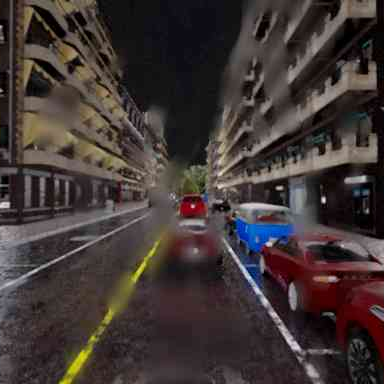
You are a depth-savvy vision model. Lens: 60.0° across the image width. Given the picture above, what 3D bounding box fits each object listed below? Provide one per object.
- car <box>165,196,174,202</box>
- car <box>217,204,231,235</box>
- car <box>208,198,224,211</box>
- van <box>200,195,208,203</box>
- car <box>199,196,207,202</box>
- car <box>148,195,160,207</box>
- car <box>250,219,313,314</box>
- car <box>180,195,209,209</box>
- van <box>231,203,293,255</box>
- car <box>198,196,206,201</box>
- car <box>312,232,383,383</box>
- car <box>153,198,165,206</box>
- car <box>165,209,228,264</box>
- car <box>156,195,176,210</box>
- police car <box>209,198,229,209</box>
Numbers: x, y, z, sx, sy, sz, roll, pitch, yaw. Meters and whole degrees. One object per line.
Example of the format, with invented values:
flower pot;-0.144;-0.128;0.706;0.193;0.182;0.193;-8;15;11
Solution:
car;-5.669;1.725;85.466;1.947;1.339;4.313;1;0;0
car;2.703;1.585;18.571;2.008;1.369;4.403;1;0;0
car;3.154;1.607;44.027;1.812;1.442;4.674;0;0;0
van;2.716;1.479;74.283;1.690;1.788;3.998;1;0;0
car;2.718;1.674;80.024;1.752;1.417;4.829;1;0;0
car;-5.669;1.411;52.039;2.192;1.841;5.009;1;0;0
car;2.702;1.559;7.429;1.887;1.381;4.507;1;0;0
car;0.089;1.274;29.454;2.150;2.045;5.566;0;0;0
van;2.706;1.365;13.000;1.690;1.788;3.998;1;0;0
car;2.691;1.715;90.996;1.887;1.381;4.507;1;0;0
car;2.705;1.319;1.858;2.192;1.841;5.009;1;0;0
car;-5.672;1.689;57.610;1.802;1.307;4.206;1;0;0
car;0.072;1.547;11.809;1.812;1.442;4.674;0;0;0
car;-3.086;1.573;43.941;2.128;1.511;4.902;0;0;0
police car;3.138;1.493;37.137;1.930;1.638;5.238;0;0;0
